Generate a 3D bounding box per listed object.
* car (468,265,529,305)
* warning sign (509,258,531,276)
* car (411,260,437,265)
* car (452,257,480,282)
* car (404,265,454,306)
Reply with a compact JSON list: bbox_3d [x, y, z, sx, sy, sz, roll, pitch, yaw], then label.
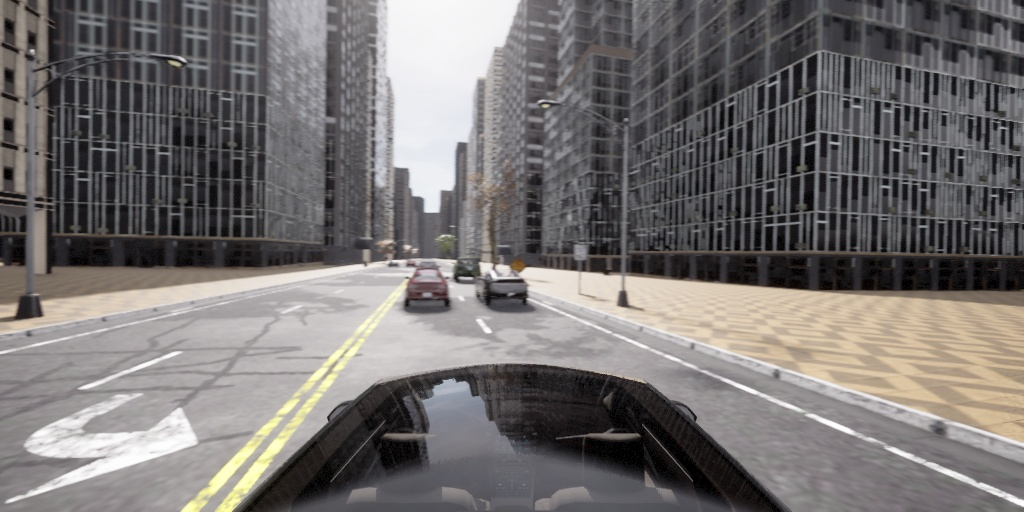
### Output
[{"bbox_3d":[-0.589,1.344,16.680,2.128,1.511,4.902,1,0,-13],"label":"car"},{"bbox_3d":[0.368,1.040,25.046,1.300,1.860,1.060,0,0,-13],"label":"warning sign"},{"bbox_3d":[-7.117,1.213,30.318,2.097,1.767,4.553,1,-1,-13],"label":"car"},{"bbox_3d":[-3.941,1.127,31.014,2.150,2.045,5.566,1,0,-13],"label":"car"},{"bbox_3d":[-3.769,1.329,16.008,1.812,1.442,4.674,1,0,-13],"label":"car"}]
